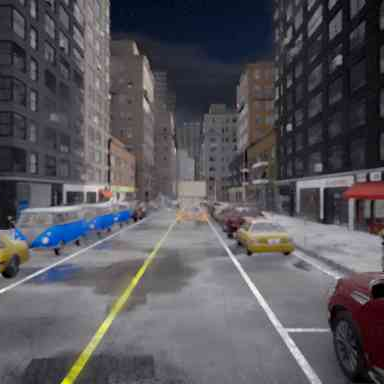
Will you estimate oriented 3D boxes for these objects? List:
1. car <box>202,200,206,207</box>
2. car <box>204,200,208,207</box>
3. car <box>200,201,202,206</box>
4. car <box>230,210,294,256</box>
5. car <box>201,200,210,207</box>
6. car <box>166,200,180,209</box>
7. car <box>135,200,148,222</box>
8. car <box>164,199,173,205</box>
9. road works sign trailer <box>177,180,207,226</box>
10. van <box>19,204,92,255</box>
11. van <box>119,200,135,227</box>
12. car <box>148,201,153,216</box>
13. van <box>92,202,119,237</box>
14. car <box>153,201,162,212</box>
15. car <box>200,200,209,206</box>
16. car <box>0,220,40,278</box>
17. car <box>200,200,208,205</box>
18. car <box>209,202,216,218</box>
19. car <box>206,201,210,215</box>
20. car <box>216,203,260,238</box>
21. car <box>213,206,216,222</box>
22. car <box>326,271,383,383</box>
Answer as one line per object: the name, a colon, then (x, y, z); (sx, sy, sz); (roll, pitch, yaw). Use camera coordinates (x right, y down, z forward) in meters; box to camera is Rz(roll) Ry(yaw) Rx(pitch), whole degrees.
car: (2.847, 2.128, 47.215); (2.008, 1.369, 4.403); (-1, -1, 0)
car: (2.847, 2.077, 41.629); (1.947, 1.339, 4.313); (-1, -1, 0)
car: (2.845, 2.324, 63.971); (2.008, 1.369, 4.403); (-1, -1, 0)
car: (2.848, 1.700, 13.872); (1.752, 1.417, 4.829); (-1, -1, 0)
car: (2.845, 2.365, 69.727); (1.752, 1.417, 4.829); (-1, -1, 0)
car: (-3.074, 2.223, 57.426); (1.812, 1.442, 4.674); (0, -1, 0)
car: (-5.689, 1.691, 30.459); (2.192, 1.841, 5.009); (-1, -1, 0)
car: (-5.701, 2.508, 80.724); (1.887, 1.381, 4.507); (-1, -1, 0)
road works sign trailer: (-0.002, 0.796, 26.715); (2.380, 3.560, 2.880); (0, -1, 0)
van: (-5.683, 1.513, 13.702); (1.690, 1.788, 3.998); (-1, -1, 0)
van: (-5.687, 1.650, 24.873); (1.690, 1.788, 3.998); (-1, -1, 0)
car: (-5.689, 1.883, 36.043); (1.967, 1.590, 4.097); (-1, -1, 0)
van: (-5.685, 1.582, 19.288); (1.690, 1.788, 3.998); (-1, -1, 0)
car: (-5.692, 2.017, 47.213); (1.967, 1.590, 4.097); (-1, -1, 0)
car: (2.845, 2.467, 75.142); (1.947, 1.339, 4.313); (-1, -1, 0)
car: (-5.680, 1.626, 7.944); (1.752, 1.417, 4.829); (-1, -1, 0)
car: (2.844, 2.546, 80.727); (1.802, 1.307, 4.206); (-1, -1, 0)
car: (2.847, 1.904, 30.629); (1.752, 1.417, 4.829); (-1, -1, 0)
car: (2.847, 2.010, 36.043); (1.947, 1.339, 4.313); (-1, -1, 0)
car: (2.846, 1.556, 19.290); (2.192, 1.841, 5.009); (-1, -1, 0)
car: (2.848, 1.891, 24.872); (1.802, 1.307, 4.206); (-1, -1, 0)
car: (2.847, 1.349, 2.534); (2.192, 1.841, 5.009); (-1, -1, 0)
